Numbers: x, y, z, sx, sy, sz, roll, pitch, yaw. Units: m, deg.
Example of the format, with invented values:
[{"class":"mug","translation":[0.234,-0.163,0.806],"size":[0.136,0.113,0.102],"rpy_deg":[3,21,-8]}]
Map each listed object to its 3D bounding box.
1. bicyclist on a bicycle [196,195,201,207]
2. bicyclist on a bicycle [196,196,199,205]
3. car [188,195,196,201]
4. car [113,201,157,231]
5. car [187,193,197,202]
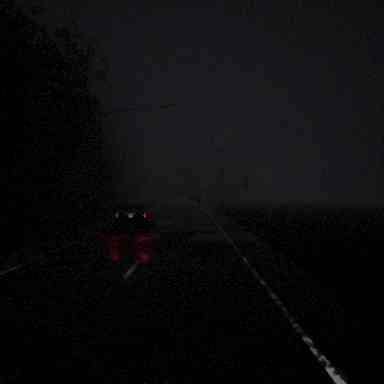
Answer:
[{"class":"bicyclist on a bicycle","translation":[0.976,1.391,48.988],"size":[0.659,1.776,1.843],"rpy_deg":[0,0,0]},{"class":"bicyclist on a bicycle","translation":[0.978,1.477,57.773],"size":[0.582,1.620,1.656],"rpy_deg":[0,0,0]},{"class":"car","translation":[0.022,1.409,84.886],"size":[1.812,1.442,4.674],"rpy_deg":[0,0,0]},{"class":"car","translation":[-3.397,1.360,20.590],"size":[2.097,1.767,4.553],"rpy_deg":[0,0,0]},{"class":"car","translation":[0.023,1.257,74.244],"size":[2.150,2.045,5.566],"rpy_deg":[0,0,0]}]
